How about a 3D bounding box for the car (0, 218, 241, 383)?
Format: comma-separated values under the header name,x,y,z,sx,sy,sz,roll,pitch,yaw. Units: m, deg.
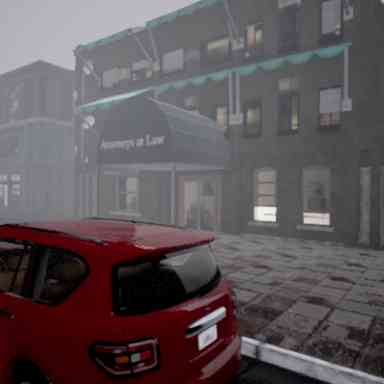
name,x,y,z,sx,sy,sz,roll,pitch,yaw
car,-1.814,1.255,4.170,5.009,1.841,2.192,1,1,36
